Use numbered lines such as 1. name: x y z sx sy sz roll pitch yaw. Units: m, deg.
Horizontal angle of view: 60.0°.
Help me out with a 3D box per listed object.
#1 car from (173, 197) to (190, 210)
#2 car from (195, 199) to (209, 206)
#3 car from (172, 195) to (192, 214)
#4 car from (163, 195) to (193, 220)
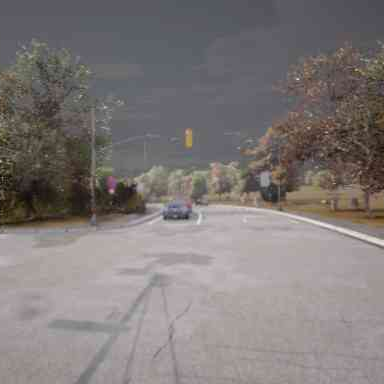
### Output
1. car: -1.595 1.680 48.283 2.097 1.767 4.553 -1 -1 -5
2. car: 1.958 2.170 68.246 2.128 1.511 4.902 -1 -1 -17
3. car: -1.117 1.358 38.262 2.150 2.045 5.566 -1 -1 -1
4. car: -1.263 1.375 28.666 2.097 1.767 4.553 -1 0 2
